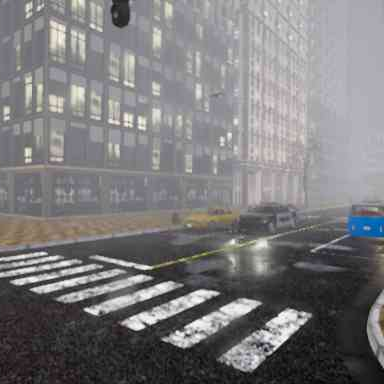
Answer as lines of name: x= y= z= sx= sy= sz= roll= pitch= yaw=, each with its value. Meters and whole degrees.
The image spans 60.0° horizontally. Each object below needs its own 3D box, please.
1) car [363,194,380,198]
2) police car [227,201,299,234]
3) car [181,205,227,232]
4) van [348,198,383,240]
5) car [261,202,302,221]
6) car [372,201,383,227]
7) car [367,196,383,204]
car: x=31.182 y=1.308 z=58.205 sx=2.192 sy=1.841 sz=5.009 roll=1 pitch=0 yaw=38
police car: x=4.380 y=1.379 z=19.150 sx=1.930 sy=1.638 sz=5.238 roll=1 pitch=0 yaw=38
car: x=1.330 y=1.450 z=19.610 sx=1.752 sy=1.417 sz=4.829 roll=1 pitch=0 yaw=38
van: x=8.723 y=1.349 z=15.898 sx=1.690 sy=1.788 sz=3.998 roll=1 pitch=0 yaw=38
car: x=7.435 y=1.518 z=27.335 sx=1.802 sy=1.307 sz=4.206 roll=1 pitch=0 yaw=38
car: x=13.682 y=1.455 z=22.529 sx=1.967 sy=1.590 sz=4.097 roll=1 pitch=0 yaw=38
car: x=34.572 y=1.553 z=62.616 sx=2.008 sy=1.369 sz=4.403 roll=1 pitch=0 yaw=38
